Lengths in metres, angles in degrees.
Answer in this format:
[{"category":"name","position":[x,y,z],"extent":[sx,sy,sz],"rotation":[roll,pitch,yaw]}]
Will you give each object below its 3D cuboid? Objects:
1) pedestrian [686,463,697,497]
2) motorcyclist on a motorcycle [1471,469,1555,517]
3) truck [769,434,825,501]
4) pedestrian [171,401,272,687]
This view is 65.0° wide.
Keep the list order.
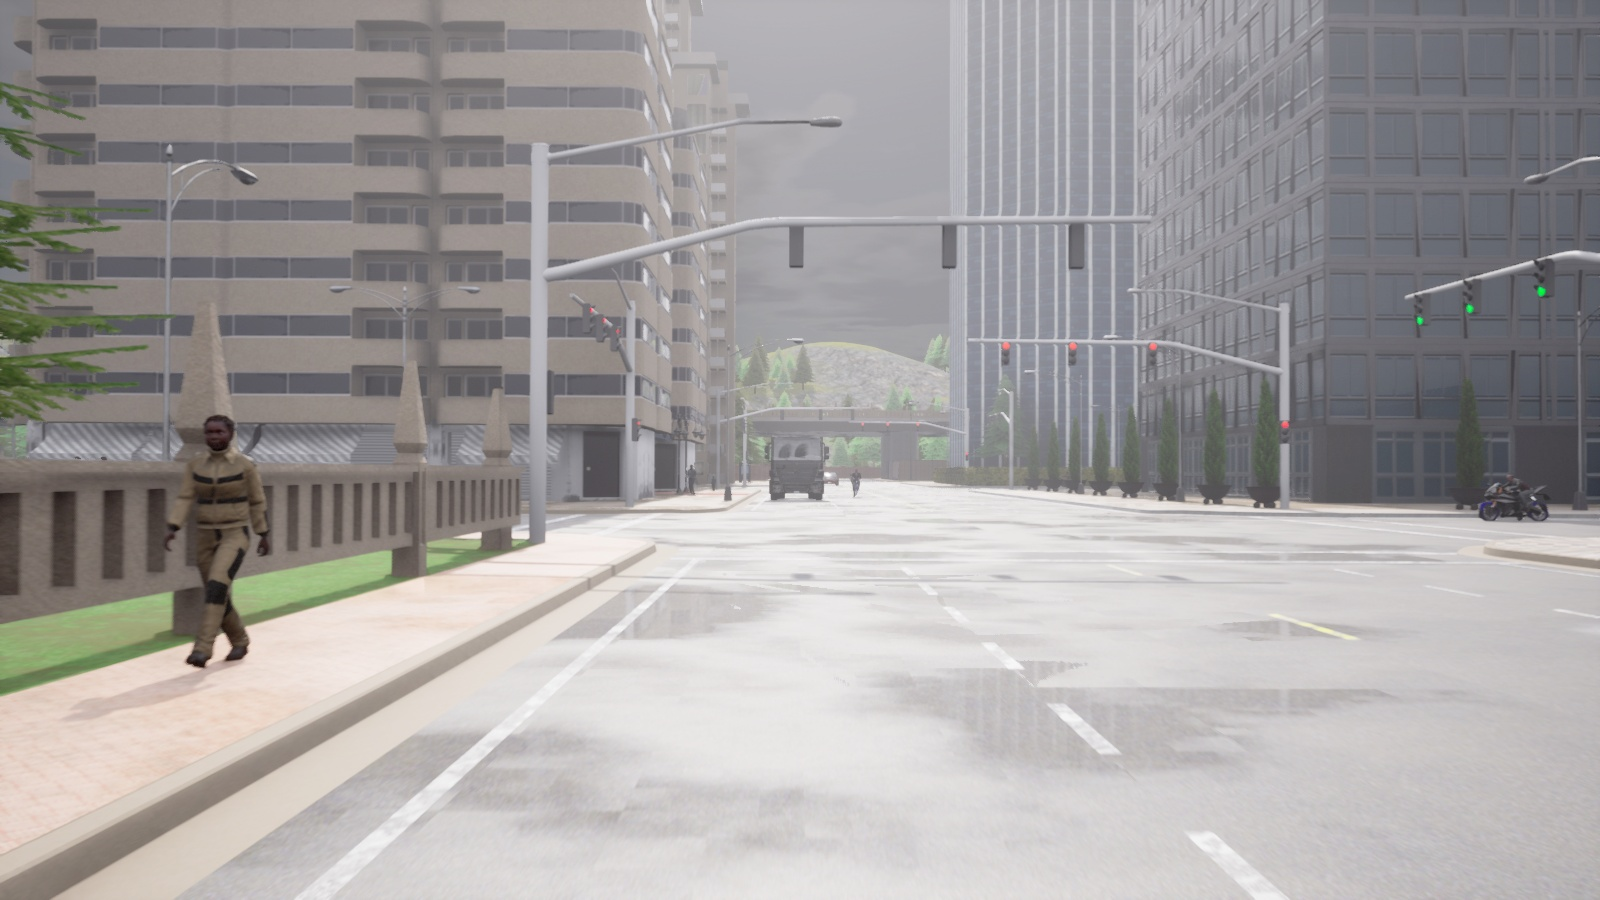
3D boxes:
[{"category":"pedestrian","position":[-6.188,1.699,71.748],"extent":[0.423,1.949,0.788],"rotation":[0,-1,10]},{"category":"motorcyclist on a motorcycle","position":[22.814,1.376,40.223],"extent":[2.191,1.530,0.866],"rotation":[0,-1,0]},{"category":"truck","position":[-0.169,0.987,68.938],"extent":[2.891,3.462,7.936],"rotation":[0,-1,0]},{"category":"pedestrian","position":[-4.063,0.638,8.846],"extent":[0.396,1.930,0.692],"rotation":[0,-1,-1]}]
